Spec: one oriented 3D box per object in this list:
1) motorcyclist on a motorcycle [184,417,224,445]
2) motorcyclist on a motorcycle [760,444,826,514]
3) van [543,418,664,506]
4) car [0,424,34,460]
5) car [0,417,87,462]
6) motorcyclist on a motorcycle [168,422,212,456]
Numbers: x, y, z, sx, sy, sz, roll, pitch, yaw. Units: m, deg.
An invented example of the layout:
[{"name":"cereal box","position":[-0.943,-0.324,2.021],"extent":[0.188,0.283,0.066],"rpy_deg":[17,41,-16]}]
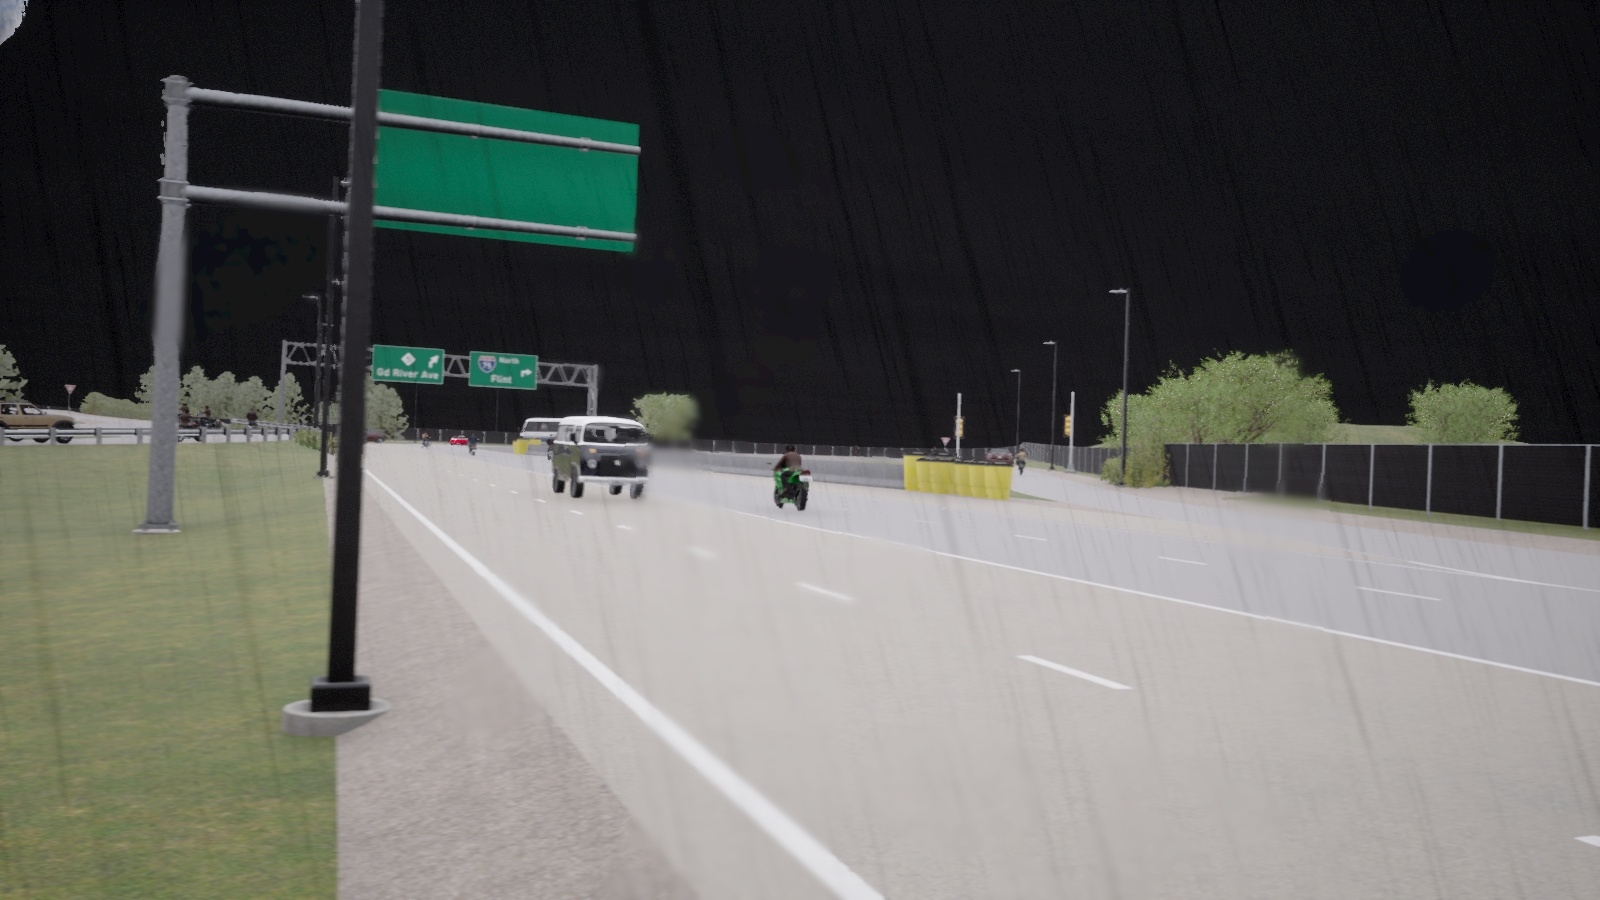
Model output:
[{"name":"motorcyclist on a motorcycle","position":[-37.999,-1.226,80.040],"extent":[2.350,1.649,0.766],"rpy_deg":[2,3,14]},{"name":"motorcyclist on a motorcycle","position":[-0.177,0.636,28.706],"extent":[0.797,1.523,2.044],"rpy_deg":[1,0,-21]},{"name":"van","position":[-5.012,0.272,31.564],"extent":[2.069,2.038,4.480],"rpy_deg":[1,0,-21]},{"name":"car","position":[-36.338,-0.343,55.649],"extent":[1.789,1.549,3.705],"rpy_deg":[0,2,25]},{"name":"car","position":[-33.095,-0.472,53.249],"extent":[1.932,1.855,4.605],"rpy_deg":[0,1,28]},{"name":"motorcyclist on a motorcycle","position":[-30.063,-0.541,61.930],"extent":[0.766,1.649,2.350],"rpy_deg":[1,1,9]}]
